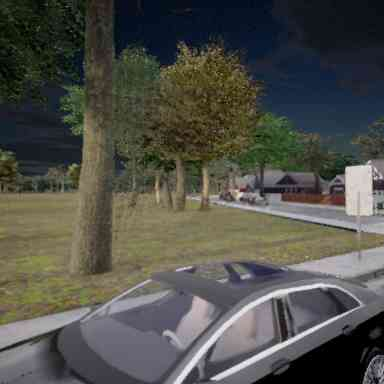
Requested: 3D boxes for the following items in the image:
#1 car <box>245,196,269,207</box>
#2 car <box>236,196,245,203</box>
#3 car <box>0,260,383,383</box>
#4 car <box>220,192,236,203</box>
[{"bbox_3d":[9.583,1.391,48.180,1.812,1.442,4.674,-1,0,-7],"label":"car"},{"bbox_3d":[10.480,1.347,64.300,1.895,1.301,4.718,-1,0,-7],"label":"car"},{"bbox_3d":[0.159,1.522,3.140,4.902,1.511,2.128,0,-1,-37],"label":"car"},{"bbox_3d":[7.456,1.332,65.738,1.837,1.490,4.892,-1,0,-7],"label":"car"}]
